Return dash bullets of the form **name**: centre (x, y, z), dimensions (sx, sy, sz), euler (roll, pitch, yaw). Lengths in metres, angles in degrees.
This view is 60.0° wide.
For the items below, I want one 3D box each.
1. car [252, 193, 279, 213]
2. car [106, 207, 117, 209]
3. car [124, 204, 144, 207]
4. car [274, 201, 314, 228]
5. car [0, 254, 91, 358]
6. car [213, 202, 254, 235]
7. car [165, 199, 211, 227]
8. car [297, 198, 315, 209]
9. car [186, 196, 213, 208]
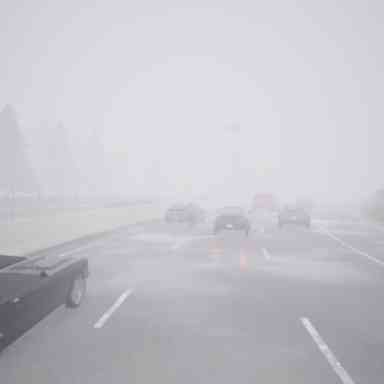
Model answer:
- **car**: centre (8.099, 1.146, 36.365), dimensions (2.150, 2.045, 5.566), euler (0, 0, 23)
- **car**: centre (-9.013, 1.347, 41.178), dimensions (1.812, 1.442, 4.674), euler (0, 0, 23)
- **car**: centre (-6.180, 1.444, 38.945), dimensions (1.895, 1.301, 4.718), euler (0, 0, 22)
- **car**: centre (6.734, 1.527, 22.146), dimensions (1.994, 1.385, 4.181), euler (0, 0, 15)
- **car**: centre (-3.146, 1.569, 4.883), dimensions (1.895, 1.301, 4.718), euler (0, 0, 3)
- **car**: centre (2.310, 1.477, 18.564), dimensions (1.812, 1.442, 4.674), euler (0, 0, 12)
- **car**: centre (-0.359, 1.417, 22.391), dimensions (2.128, 1.511, 4.902), euler (0, 0, 14)
- **car**: centre (13.217, 1.447, 39.001), dimensions (1.837, 1.490, 4.892), euler (0, 0, 26)
- **car**: centre (1.175, 1.362, 46.666), dimensions (1.837, 1.490, 4.892), euler (0, 0, 27)
